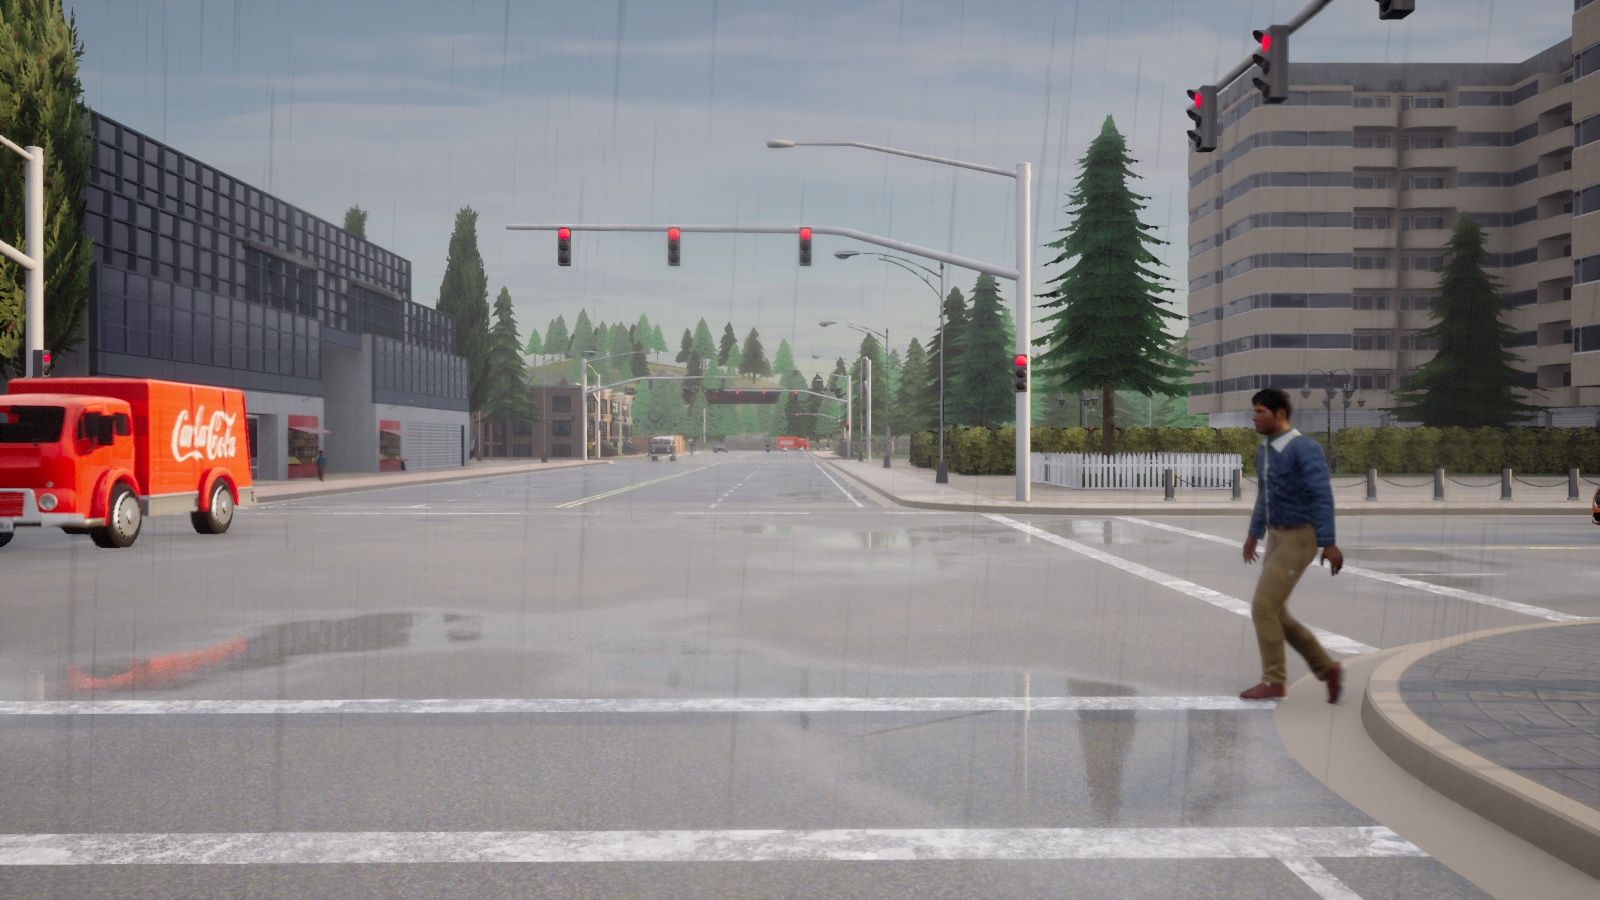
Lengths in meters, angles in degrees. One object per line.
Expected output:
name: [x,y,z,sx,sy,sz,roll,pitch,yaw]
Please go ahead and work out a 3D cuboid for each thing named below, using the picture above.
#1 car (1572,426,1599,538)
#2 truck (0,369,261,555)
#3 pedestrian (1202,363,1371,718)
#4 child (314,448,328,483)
car: [14.889,0.507,19.479,4.553,1.767,2.097,0,0,0]
truck: [-10.655,0.143,19.218,2.627,2.467,5.204,0,0,-1]
pedestrian: [2.738,0.498,7.106,0.788,1.949,0.423,0,0,0]
child: [-16.343,0.530,42.864,0.343,1.192,0.448,0,0,-3]
